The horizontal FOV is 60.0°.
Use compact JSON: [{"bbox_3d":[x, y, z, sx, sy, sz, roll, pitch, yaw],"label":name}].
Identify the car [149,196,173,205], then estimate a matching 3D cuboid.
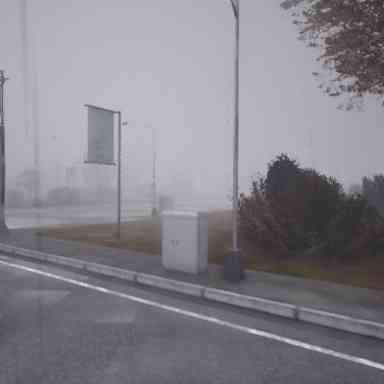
[{"bbox_3d":[-4.674,1.236,50.669,1.994,1.385,4.181,1,0,33],"label":"car"}]
